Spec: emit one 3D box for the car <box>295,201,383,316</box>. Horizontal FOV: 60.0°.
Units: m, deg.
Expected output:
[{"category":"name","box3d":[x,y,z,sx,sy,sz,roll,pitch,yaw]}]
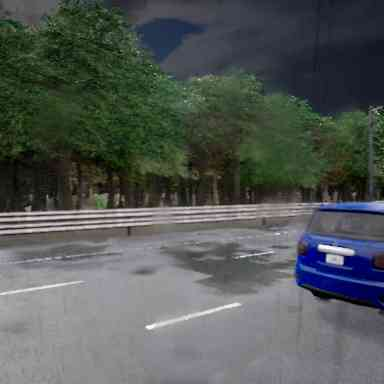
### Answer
[{"category":"car","box3d":[4.578,1.224,7.137,5.566,2.045,2.150,0,0,-36]}]
